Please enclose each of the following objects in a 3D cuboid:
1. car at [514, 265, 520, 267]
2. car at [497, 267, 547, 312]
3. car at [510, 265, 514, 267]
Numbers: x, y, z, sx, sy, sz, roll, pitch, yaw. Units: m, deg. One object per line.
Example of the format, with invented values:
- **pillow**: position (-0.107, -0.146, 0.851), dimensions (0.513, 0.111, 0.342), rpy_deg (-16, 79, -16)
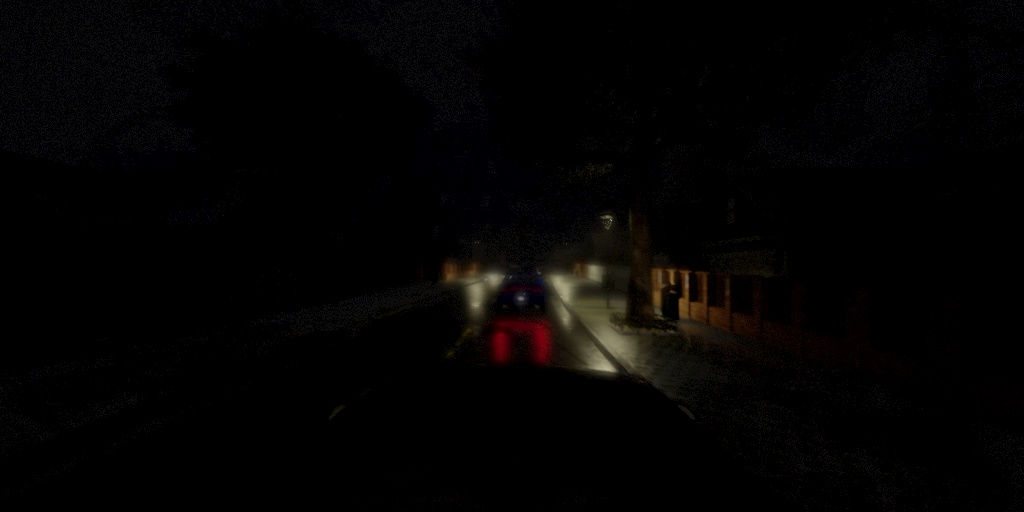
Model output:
- **car**: position (1.441, 1.589, 29.020), dimensions (1.837, 1.490, 4.892), rpy_deg (0, 0, 6)
- **car**: position (0.471, 1.387, 15.202), dimensions (1.882, 1.535, 5.008), rpy_deg (0, -1, 4)
- **car**: position (0.413, 1.994, 50.856), dimensions (1.895, 1.301, 4.718), rpy_deg (0, -1, 5)
